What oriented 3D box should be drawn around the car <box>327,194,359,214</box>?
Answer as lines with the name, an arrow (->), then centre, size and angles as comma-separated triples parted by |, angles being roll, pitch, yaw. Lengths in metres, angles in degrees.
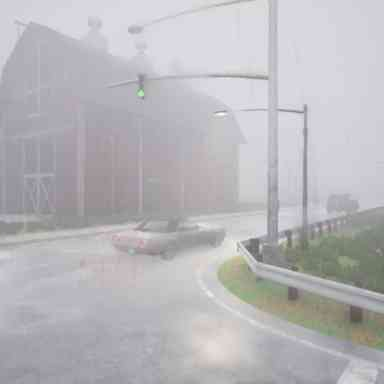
car -> 15.554, 1.262, 34.218 | 2.150, 2.045, 5.566 | 0, 0, 37

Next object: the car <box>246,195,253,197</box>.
car -> 15.067, 1.449, 87.628 | 1.784, 1.438, 3.905 | 0, 0, 36

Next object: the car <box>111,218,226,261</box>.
car -> -0.618, 1.612, 12.514 | 1.895, 1.301, 4.718 | 0, 0, 37
